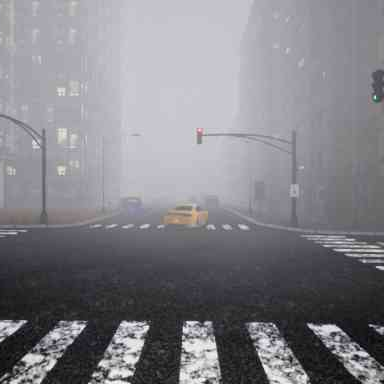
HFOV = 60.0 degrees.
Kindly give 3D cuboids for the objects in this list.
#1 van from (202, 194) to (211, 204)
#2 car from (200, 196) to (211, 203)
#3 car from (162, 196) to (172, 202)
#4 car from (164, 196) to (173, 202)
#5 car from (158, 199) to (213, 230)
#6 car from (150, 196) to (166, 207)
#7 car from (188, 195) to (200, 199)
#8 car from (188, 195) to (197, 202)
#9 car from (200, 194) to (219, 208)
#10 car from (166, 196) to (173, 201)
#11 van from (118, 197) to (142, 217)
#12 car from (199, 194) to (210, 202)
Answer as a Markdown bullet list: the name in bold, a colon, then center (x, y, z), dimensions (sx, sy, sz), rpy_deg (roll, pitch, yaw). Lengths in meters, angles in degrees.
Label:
- **van**: center (2.747, 1.366, 63.904), dimensions (1.690, 1.788, 3.998), rpy_deg (0, 0, 0)
- **car**: center (2.752, 1.580, 69.454), dimensions (2.008, 1.369, 4.403), rpy_deg (0, 0, 0)
- **car**: center (-5.624, 1.559, 74.841), dimensions (1.752, 1.417, 4.829), rpy_deg (0, 0, 0)
- **car**: center (-5.619, 1.590, 80.563), dimensions (2.008, 1.369, 4.403), rpy_deg (0, 0, 0)
- **car**: center (-0.273, 1.483, 21.221), dimensions (1.882, 1.535, 5.008), rpy_deg (2, 0, 14)
- **car**: center (-5.643, 1.543, 52.638), dimensions (1.752, 1.417, 4.829), rpy_deg (0, 0, 0)
- **car**: center (0.058, 1.623, 60.125), dimensions (1.895, 1.301, 4.718), rpy_deg (0, 0, 0)
- **car**: center (0.065, 1.380, 70.101), dimensions (1.837, 1.490, 4.892), rpy_deg (0, 0, 0)
- **car**: center (2.732, 1.330, 47.251), dimensions (2.192, 1.841, 5.009), rpy_deg (0, 0, 0)
- **car**: center (-5.629, 1.469, 69.461), dimensions (1.967, 1.590, 4.097), rpy_deg (0, 0, 0)
- **van**: center (-5.663, 1.347, 30.604), dimensions (1.690, 1.788, 3.998), rpy_deg (0, 0, 0)
- **car**: center (2.756, 1.349, 75.005), dimensions (2.192, 1.841, 5.009), rpy_deg (0, 0, 0)
